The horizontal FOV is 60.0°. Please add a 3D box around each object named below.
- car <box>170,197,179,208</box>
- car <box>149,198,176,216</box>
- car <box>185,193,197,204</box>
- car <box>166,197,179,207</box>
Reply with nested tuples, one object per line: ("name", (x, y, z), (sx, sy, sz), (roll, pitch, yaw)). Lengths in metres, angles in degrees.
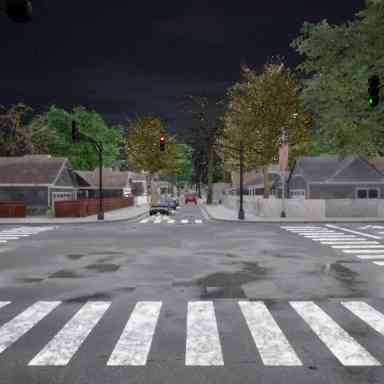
("car", (-3.008, 1.595, 42.846), (1.994, 1.385, 4.181), (0, 0, 0))
("car", (-3.028, 1.568, 32.957), (2.033, 1.411, 5.357), (0, 0, 0))
("car", (-0.200, 1.283, 65.804), (2.150, 2.045, 5.566), (0, 0, 0))
("car", (-3.027, 1.569, 53.096), (1.812, 1.442, 4.674), (0, 0, 0))
